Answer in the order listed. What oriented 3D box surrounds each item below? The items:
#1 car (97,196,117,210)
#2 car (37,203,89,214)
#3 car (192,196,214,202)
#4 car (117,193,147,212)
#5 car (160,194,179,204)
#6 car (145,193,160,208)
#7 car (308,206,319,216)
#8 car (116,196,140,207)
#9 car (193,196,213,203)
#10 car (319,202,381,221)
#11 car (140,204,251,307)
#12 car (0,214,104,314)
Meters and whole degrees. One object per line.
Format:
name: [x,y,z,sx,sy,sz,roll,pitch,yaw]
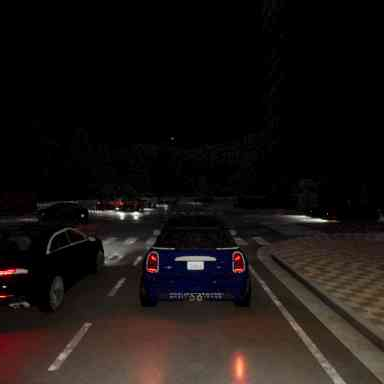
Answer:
car: [-10.507,1.352,42.437,2.097,1.767,4.553,0,0,2]
car: [-9.910,1.552,25.462,4.674,1.442,1.812,0,0,33]
car: [2.460,1.524,74.057,4.674,1.442,1.812,0,0,-38]
car: [-7.089,1.352,39.598,2.097,1.767,4.553,0,0,1]
car: [-4.300,1.525,59.050,1.812,1.442,4.674,0,0,25]
car: [-6.765,1.221,49.183,2.150,2.045,5.566,0,0,6]
car: [13.018,1.619,30.888,4.181,1.385,1.994,0,0,0]
car: [-9.861,1.477,51.637,1.882,1.535,5.008,0,0,10]
car: [2.457,1.525,69.367,1.812,1.442,4.674,0,0,42]
car: [13.130,1.619,27.381,4.181,1.385,1.994,0,0,-2]
car: [0.067,1.352,8.154,2.097,1.767,4.553,0,0,0]
car: [-3.417,1.491,7.577,2.128,1.511,4.902,0,0,0]
